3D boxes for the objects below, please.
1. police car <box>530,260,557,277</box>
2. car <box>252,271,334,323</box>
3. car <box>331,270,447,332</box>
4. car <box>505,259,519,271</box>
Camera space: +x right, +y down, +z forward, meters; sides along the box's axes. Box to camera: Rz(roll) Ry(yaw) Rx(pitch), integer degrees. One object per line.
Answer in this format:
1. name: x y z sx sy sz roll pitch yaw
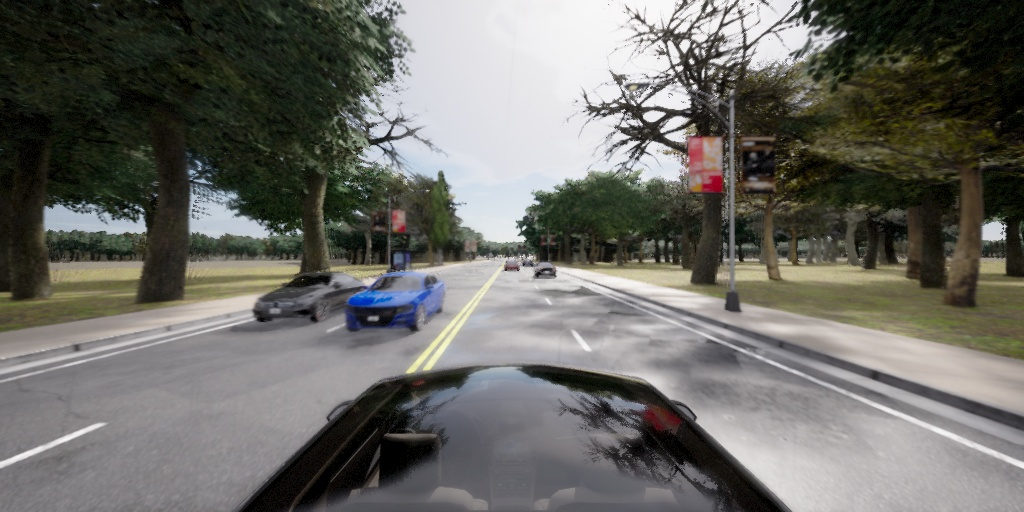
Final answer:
1. police car: 3.192 1.296 35.184 2.038 1.542 4.974 0 0 0
2. car: -6.541 1.274 12.255 1.812 1.442 4.674 0 0 0
3. car: -3.300 1.227 11.069 1.882 1.535 5.008 0 0 0
4. car: -0.035 1.297 49.729 1.994 1.385 4.181 0 0 0
